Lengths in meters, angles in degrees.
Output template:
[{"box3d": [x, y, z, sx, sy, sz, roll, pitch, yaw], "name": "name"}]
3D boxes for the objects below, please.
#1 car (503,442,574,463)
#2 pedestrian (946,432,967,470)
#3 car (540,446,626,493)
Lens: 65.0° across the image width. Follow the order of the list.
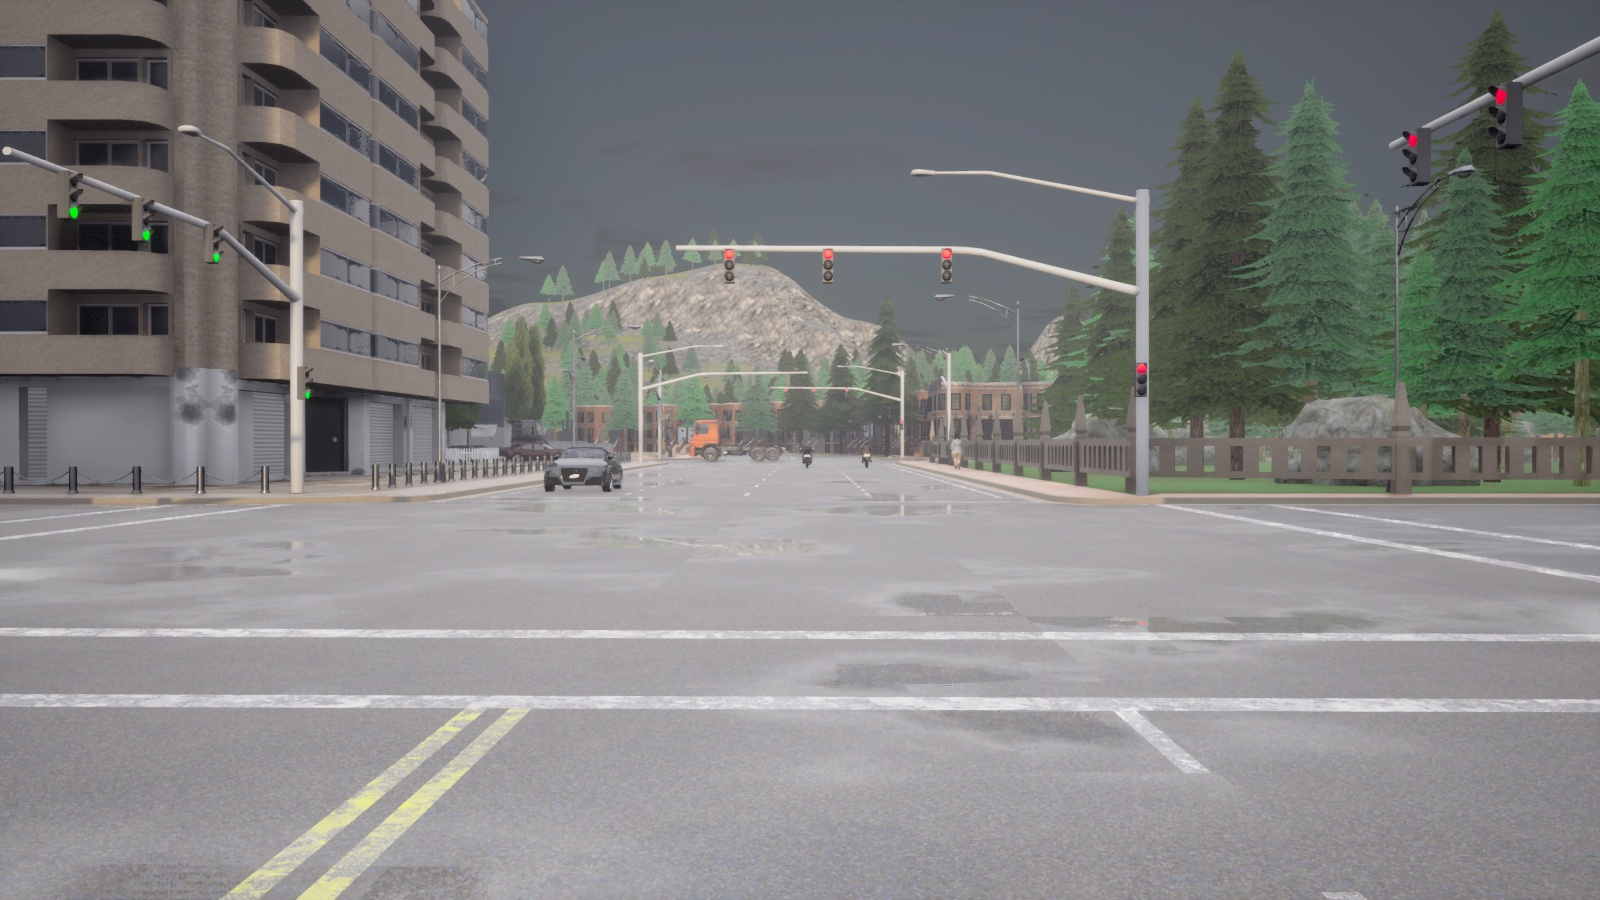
[{"box3d": [-19.808, 0.170, 95.341, 5.008, 1.535, 1.882, 0, 0, 0], "name": "car"}, {"box3d": [7.808, 0.057, 62.690, 0.874, 1.855, 0.900, 0, 0, -2], "name": "pedestrian"}, {"box3d": [-6.774, 0.582, 39.592, 1.994, 1.385, 4.181, 0, 0, 0], "name": "car"}]
